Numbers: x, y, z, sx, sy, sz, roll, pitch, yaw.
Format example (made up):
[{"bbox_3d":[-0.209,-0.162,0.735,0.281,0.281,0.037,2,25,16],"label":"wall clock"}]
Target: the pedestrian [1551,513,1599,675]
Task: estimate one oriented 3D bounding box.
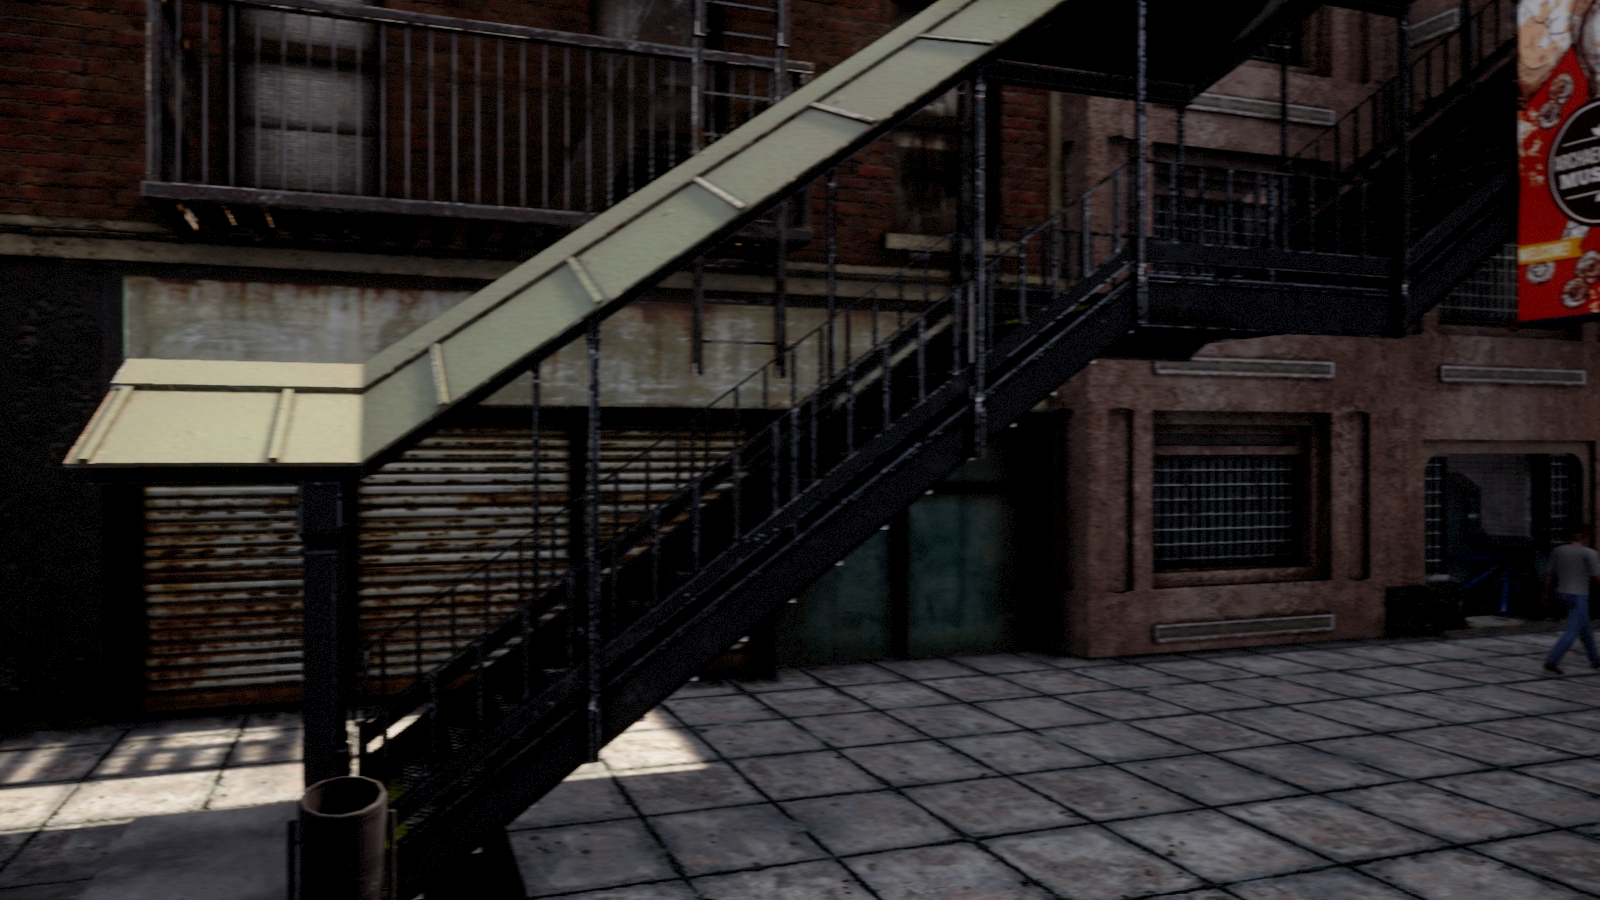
[{"bbox_3d":[9.246,1.697,13.582,0.375,1.860,0.375,0,0,-15],"label":"pedestrian"}]
